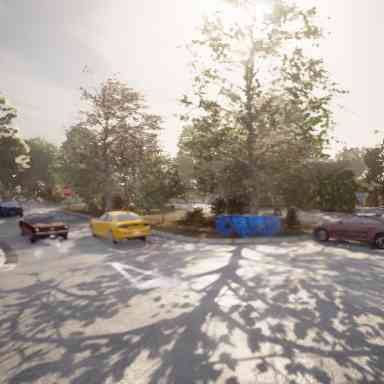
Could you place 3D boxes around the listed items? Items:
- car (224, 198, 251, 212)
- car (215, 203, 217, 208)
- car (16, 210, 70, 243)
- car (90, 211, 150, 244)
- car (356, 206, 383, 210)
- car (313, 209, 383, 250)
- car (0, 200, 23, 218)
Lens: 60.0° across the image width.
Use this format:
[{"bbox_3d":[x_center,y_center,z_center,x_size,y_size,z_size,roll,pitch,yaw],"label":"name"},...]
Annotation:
[{"bbox_3d":[5.572,1.501,39.134,2.097,1.767,4.553,-2,2,-35],"label":"car"},{"bbox_3d":[5.106,1.531,45.210,2.033,1.411,5.357,-2,2,-35],"label":"car"},{"bbox_3d":[-8.496,1.948,19.010,1.895,1.301,4.718,-2,2,-35],"label":"car"},{"bbox_3d":[-4.042,1.782,18.154,1.882,1.535,5.008,-2,2,-34],"label":"car"},{"bbox_3d":[10.504,1.607,17.325,2.185,1.767,4.553,1,-1,-35],"label":"car"},{"bbox_3d":[7.947,1.719,15.446,2.002,1.452,4.674,1,-1,-35],"label":"car"},{"bbox_3d":[-17.507,1.576,31.923,1.882,1.535,5.008,-2,2,-35],"label":"car"}]
